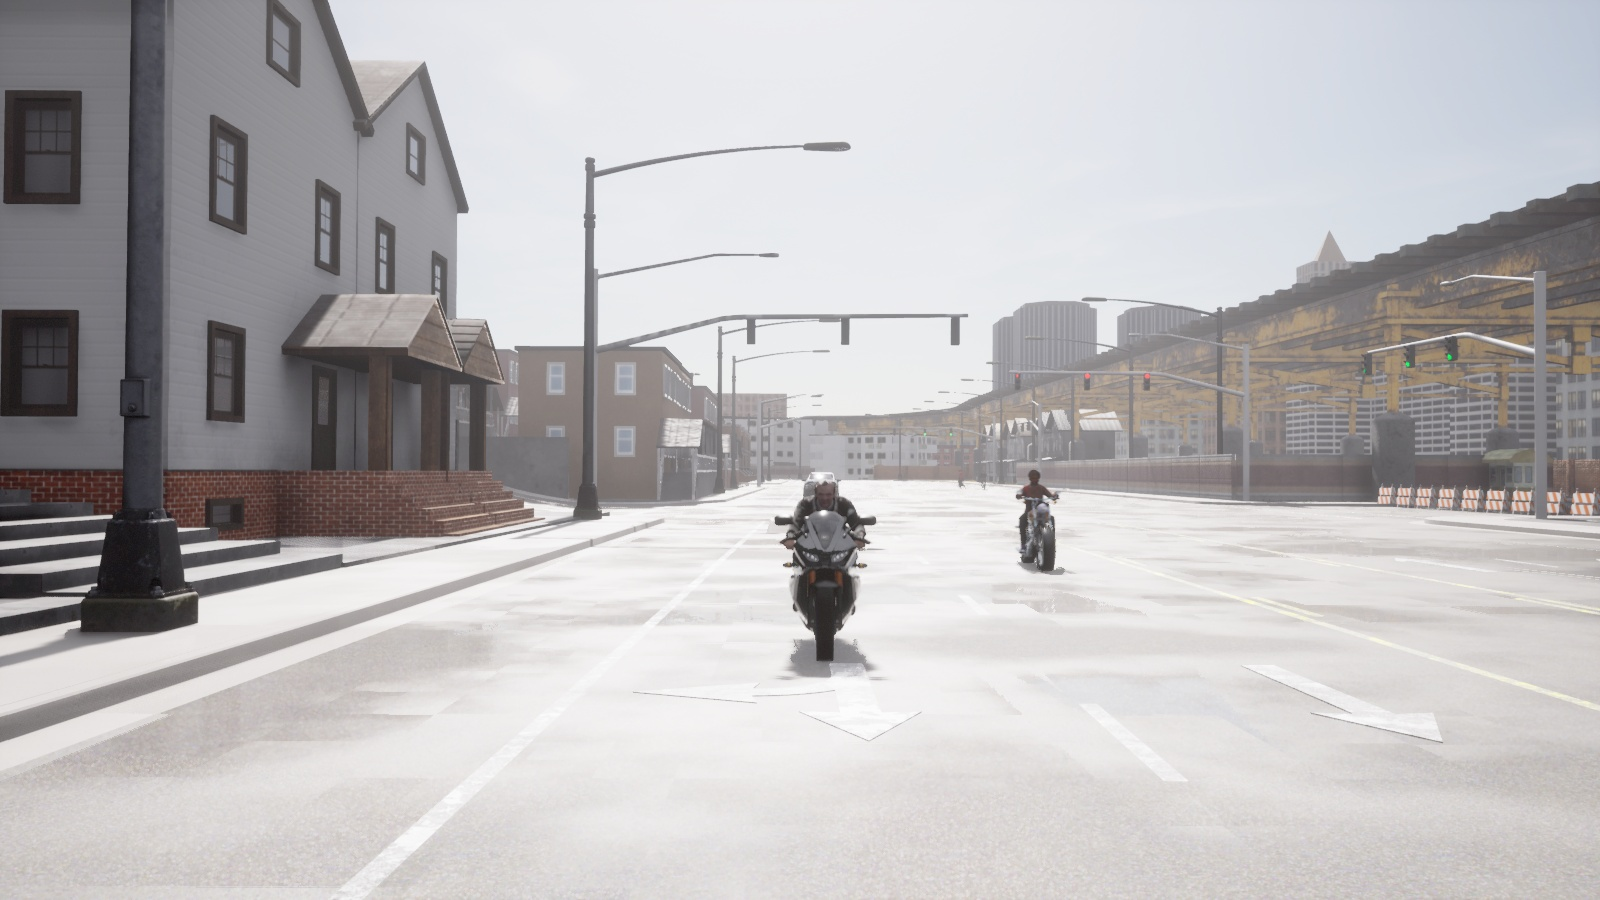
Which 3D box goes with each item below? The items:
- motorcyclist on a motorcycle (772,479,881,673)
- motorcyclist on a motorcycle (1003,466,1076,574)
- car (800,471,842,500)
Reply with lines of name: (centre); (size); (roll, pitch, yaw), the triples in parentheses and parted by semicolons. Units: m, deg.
motorcyclist on a motorcycle: (0.228, 1.035, 11.133); (0.866, 1.530, 2.191); (0, -1, 1)
motorcyclist on a motorcycle: (3.878, 1.093, 20.481); (0.766, 1.649, 2.350); (0, -1, 1)
car: (1.191, 1.906, 68.064); (2.128, 1.511, 4.902); (0, -1, 2)
